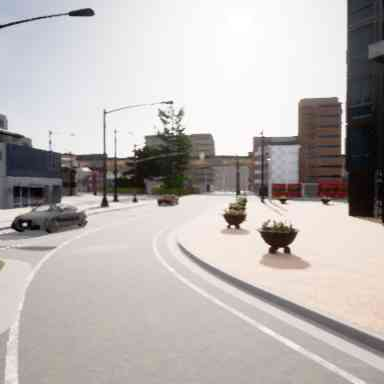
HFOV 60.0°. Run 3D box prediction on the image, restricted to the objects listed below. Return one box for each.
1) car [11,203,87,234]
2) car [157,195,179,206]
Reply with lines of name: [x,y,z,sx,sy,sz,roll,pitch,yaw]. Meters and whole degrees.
car: [-7.347,1.304,17.542,1.994,1.385,4.181,0,1,14]
car: [-2.973,0.999,41.326,1.895,1.301,4.718,0,1,10]
